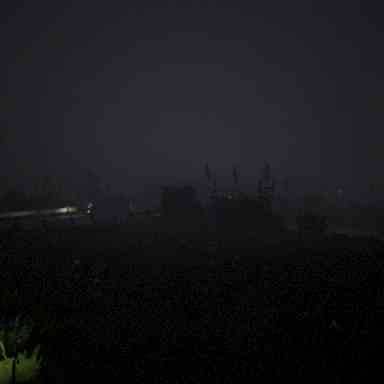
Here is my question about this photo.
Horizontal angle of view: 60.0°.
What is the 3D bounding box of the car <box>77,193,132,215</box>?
[{"bbox_3d":[-7.398,0.989,28.078,2.097,1.767,4.553,0,3,40],"label":"car"}]
